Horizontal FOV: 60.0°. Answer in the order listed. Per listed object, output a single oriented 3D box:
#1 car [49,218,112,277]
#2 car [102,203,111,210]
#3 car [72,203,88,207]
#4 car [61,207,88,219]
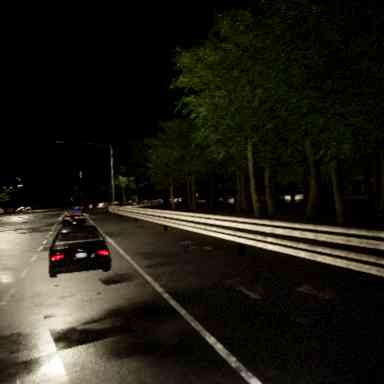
[{"bbox_3d":[-3.950,1.885,11.647,2.033,1.411,5.357,-3,-1,-20],"label":"car"},{"bbox_3d":[-20.620,3.493,81.318,1.812,1.442,4.674,-3,-1,5],"label":"car"},{"bbox_3d":[-19.435,2.883,57.754,2.150,2.045,5.566,-3,-1,-11],"label":"car"},{"bbox_3d":[-10.172,2.347,28.801,2.128,1.511,4.902,-3,-1,-20],"label":"car"}]
